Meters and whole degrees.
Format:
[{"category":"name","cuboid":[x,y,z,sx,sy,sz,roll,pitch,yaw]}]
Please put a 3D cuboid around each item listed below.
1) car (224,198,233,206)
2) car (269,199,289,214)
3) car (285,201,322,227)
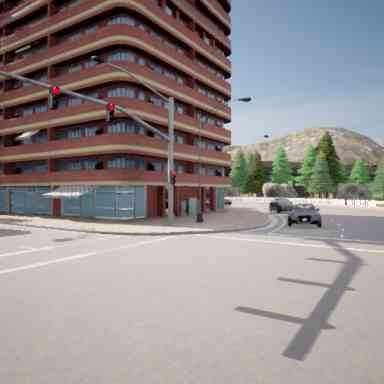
[{"category":"car","cuboid":[4.429,1.444,51.635,1.994,1.385,4.181,0,0,-30]},{"category":"car","cuboid":[9.427,1.436,34.799,1.812,1.442,4.674,0,0,-4]},{"category":"car","cuboid":[7.452,1.491,22.023,1.994,1.385,4.181,0,0,19]}]
